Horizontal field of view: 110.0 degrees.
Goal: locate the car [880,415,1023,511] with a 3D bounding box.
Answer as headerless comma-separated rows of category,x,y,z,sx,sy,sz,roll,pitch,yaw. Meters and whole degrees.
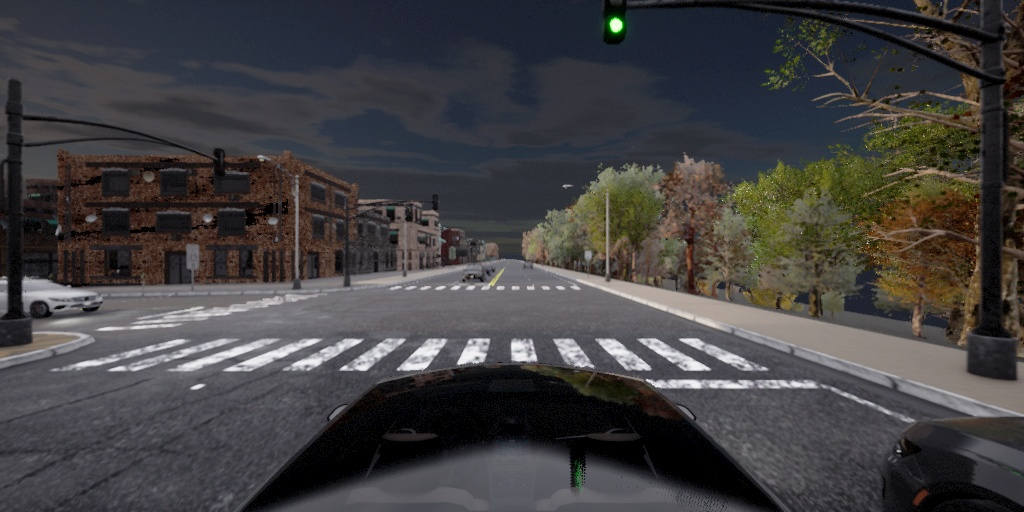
car,3.348,1.244,0.313,1.837,1.490,4.892,0,0,0

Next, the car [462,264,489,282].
car,-3.345,1.514,32.241,1.837,1.490,4.892,0,0,0

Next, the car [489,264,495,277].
car,-3.362,1.695,42.161,1.895,1.301,4.718,0,0,0

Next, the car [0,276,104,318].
car,-19.518,1.678,14.460,4.674,1.442,1.812,-1,0,-1
